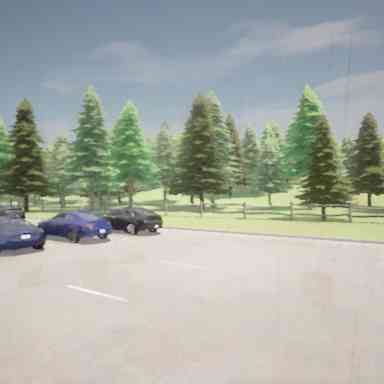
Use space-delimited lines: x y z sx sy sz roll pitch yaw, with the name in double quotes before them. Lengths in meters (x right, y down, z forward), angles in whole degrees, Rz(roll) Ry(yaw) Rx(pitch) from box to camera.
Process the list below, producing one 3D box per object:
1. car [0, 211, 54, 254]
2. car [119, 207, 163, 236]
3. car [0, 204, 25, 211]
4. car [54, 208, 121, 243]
"car" -7.989 1.698 13.886 4.181 1.385 1.994 -1 0 36
"car" -3.908 1.640 19.570 4.892 1.490 1.837 0 0 36
"car" -16.110 1.764 28.284 4.902 1.511 2.128 -1 0 36
"car" -6.011 1.659 16.773 4.674 1.442 1.812 0 0 36
